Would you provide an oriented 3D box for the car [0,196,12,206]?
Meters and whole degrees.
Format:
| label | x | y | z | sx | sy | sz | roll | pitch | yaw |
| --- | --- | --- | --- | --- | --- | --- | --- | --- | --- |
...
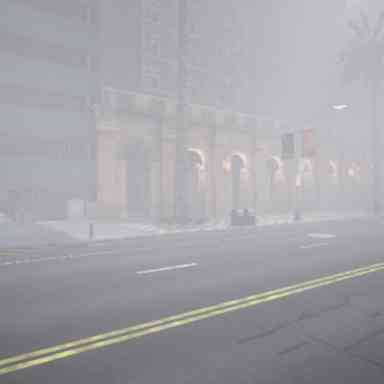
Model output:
| label | x | y | z | sx | sy | sz | roll | pitch | yaw |
| --- | --- | --- | --- | --- | --- | --- | --- | --- | --- |
| car | -31.537 | 1.421 | 53.132 | 4.786 | 1.482 | 2.161 | 0 | 0 | -36 |

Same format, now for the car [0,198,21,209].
| label | x | y | z | sx | sy | sz | roll | pitch | yaw |
| --- | --- | --- | --- | --- | --- | --- | --- | --- | --- |
| car | -25.153 | 1.469 | 43.437 | 4.718 | 1.301 | 1.895 | 0 | 0 | -36 |

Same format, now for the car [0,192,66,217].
| label | x | y | z | sx | sy | sz | roll | pitch | yaw |
| --- | --- | --- | --- | --- | --- | --- | --- | --- | --- |
| car | -13.753 | 1.034 | 28.844 | 5.566 | 2.045 | 2.435 | 0 | 0 | -36 |
